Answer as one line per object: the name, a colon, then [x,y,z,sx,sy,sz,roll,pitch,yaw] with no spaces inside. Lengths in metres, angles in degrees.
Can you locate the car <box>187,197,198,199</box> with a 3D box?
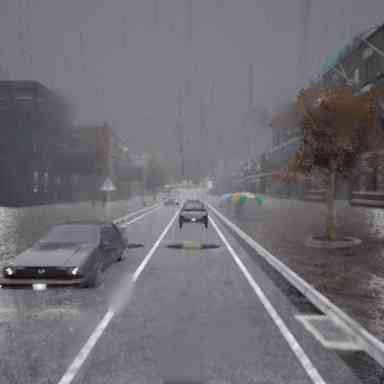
car: [0.101,1.405,40.811,2.128,1.511,4.902,0,0,0]

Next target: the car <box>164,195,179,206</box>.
car: [-3.069,1.268,51.227,2.097,1.767,4.553,0,0,0]

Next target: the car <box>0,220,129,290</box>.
car: [-3.096,1.532,9.424,2.033,1.411,5.357,0,0,0]

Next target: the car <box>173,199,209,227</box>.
car: [0.097,1.445,22.491,2.128,1.511,4.902,0,0,0]
